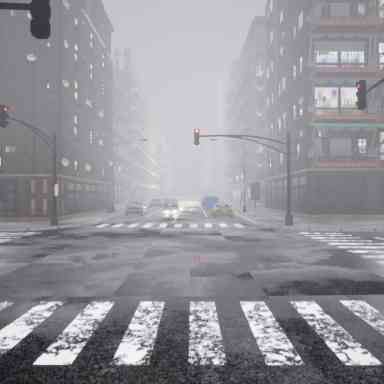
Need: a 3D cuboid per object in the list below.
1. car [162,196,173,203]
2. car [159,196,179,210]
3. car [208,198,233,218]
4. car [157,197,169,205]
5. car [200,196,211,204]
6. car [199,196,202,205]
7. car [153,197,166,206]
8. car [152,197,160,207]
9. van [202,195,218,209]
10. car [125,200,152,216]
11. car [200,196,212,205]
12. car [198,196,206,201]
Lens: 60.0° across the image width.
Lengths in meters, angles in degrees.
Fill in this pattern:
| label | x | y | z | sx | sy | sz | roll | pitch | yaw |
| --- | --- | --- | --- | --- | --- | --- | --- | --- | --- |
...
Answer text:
| label | x | y | z | sx | sy | sz | roll | pitch | yaw |
| --- | --- | --- | --- | --- | --- | --- | --- | --- | --- |
| car | -5.300 | 1.613 | 72.302 | 2.008 | 1.369 | 4.403 | 1 | 0 | 0 |
| car | -2.746 | 1.515 | 44.143 | 2.128 | 1.511 | 4.902 | 0 | 0 | 0 |
| car | 2.707 | 1.538 | 30.241 | 1.752 | 1.417 | 4.829 | 1 | 0 | 0 |
| car | -5.301 | 1.627 | 60.986 | 1.802 | 1.307 | 4.206 | 1 | 0 | 0 |
| car | 2.580 | 1.604 | 66.697 | 2.008 | 1.369 | 4.403 | 1 | 0 | 0 |
| car | 2.581 | 1.347 | 49.728 | 2.192 | 1.841 | 5.009 | 1 | 0 | 0 |
| car | -5.301 | 1.563 | 55.158 | 1.752 | 1.417 | 4.829 | 1 | 0 | 0 |
| car | -5.302 | 1.613 | 49.670 | 1.802 | 1.307 | 4.206 | 1 | 0 | 0 |
| van | 2.613 | 1.366 | 44.075 | 1.690 | 1.788 | 3.998 | 1 | 0 | 0 |
| car | -5.432 | 1.565 | 32.697 | 2.008 | 1.369 | 4.403 | 1 | 0 | 0 |
| car | 2.581 | 1.486 | 61.040 | 1.967 | 1.590 | 4.097 | 1 | 0 | 0 |
| car | 2.581 | 1.627 | 83.665 | 1.887 | 1.381 | 4.507 | 1 | 0 | 0 |
